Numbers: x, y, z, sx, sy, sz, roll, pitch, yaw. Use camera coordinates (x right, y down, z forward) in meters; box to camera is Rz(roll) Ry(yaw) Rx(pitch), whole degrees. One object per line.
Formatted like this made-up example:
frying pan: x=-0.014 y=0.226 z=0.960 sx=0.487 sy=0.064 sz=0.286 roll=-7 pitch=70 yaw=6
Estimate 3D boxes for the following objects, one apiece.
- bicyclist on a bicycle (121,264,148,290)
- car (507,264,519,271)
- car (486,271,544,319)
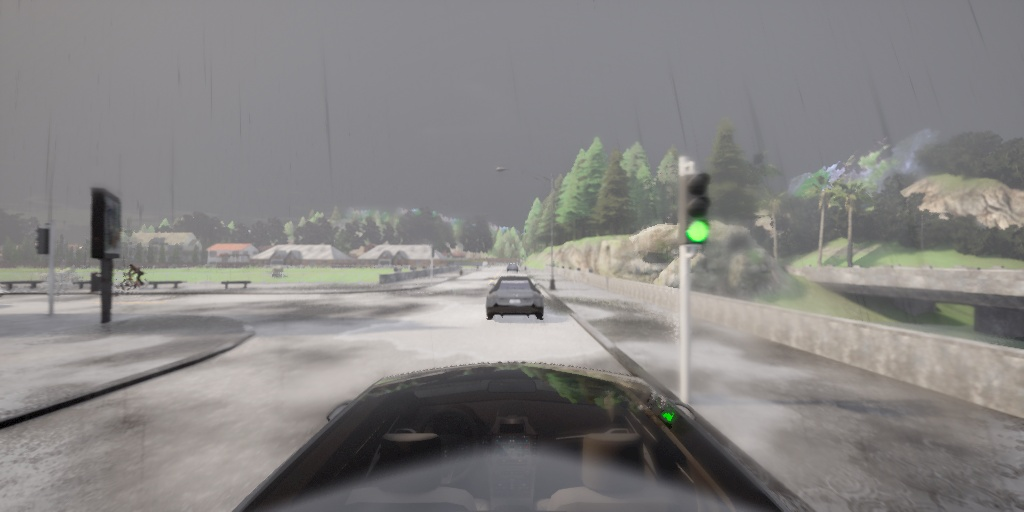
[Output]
bicyclist on a bicycle: x=-24.114 y=1.339 z=22.929 sx=0.582 sy=1.620 sz=1.656 roll=0 pitch=0 yaw=0
car: x=0.100 y=1.976 z=60.340 sx=1.994 sy=1.385 sz=4.181 roll=0 pitch=-1 yaw=0
car: x=0.098 y=1.447 z=13.488 sx=1.994 sy=1.385 sz=4.181 roll=0 pitch=-1 yaw=0
